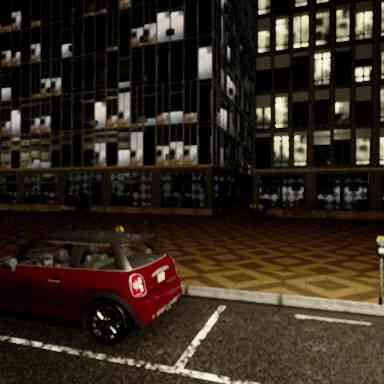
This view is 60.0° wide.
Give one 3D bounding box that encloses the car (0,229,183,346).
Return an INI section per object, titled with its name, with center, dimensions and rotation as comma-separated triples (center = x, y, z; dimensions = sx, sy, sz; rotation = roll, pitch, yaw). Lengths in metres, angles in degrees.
[car]
center = -2.344, 1.437, 6.168
dimensions = 4.097, 1.590, 1.967
rotation = 0, 0, 19
